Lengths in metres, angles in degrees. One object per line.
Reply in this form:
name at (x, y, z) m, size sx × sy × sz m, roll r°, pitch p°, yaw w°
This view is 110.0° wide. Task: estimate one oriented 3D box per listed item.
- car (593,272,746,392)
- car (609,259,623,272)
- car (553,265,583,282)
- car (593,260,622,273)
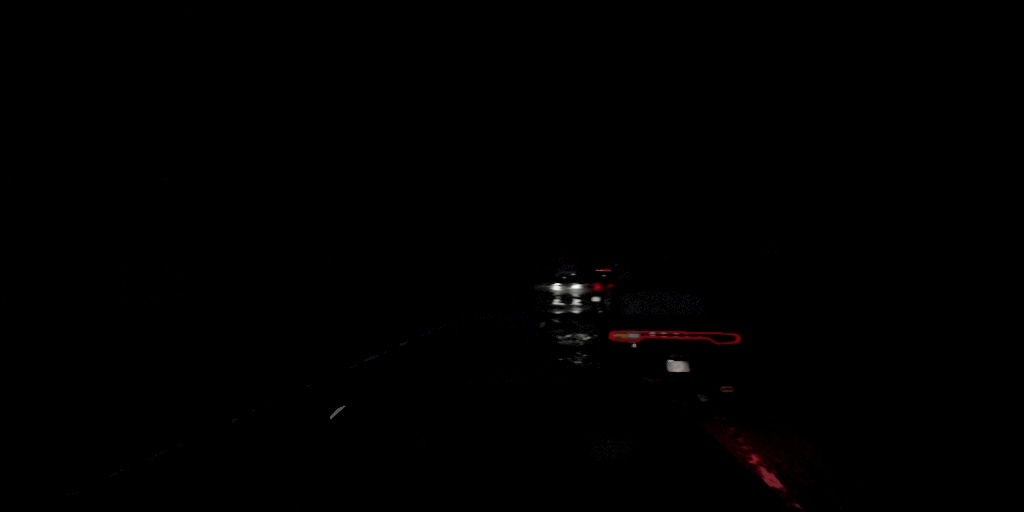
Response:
car at (2.594, 1.227, 6.855) m, size 1.882 × 1.535 × 5.008 m, roll -1°, pitch -1°, yaw 13°
car at (12.453, 1.463, 43.846) m, size 2.033 × 1.411 × 5.357 m, roll -2°, pitch -1°, yaw 21°
car at (4.955, 1.484, 31.355) m, size 1.812 × 1.442 × 4.674 m, roll -2°, pitch -1°, yaw 18°
car at (8.141, 1.375, 31.088) m, size 2.128 × 1.511 × 4.902 m, roll -2°, pitch -1°, yaw 18°
